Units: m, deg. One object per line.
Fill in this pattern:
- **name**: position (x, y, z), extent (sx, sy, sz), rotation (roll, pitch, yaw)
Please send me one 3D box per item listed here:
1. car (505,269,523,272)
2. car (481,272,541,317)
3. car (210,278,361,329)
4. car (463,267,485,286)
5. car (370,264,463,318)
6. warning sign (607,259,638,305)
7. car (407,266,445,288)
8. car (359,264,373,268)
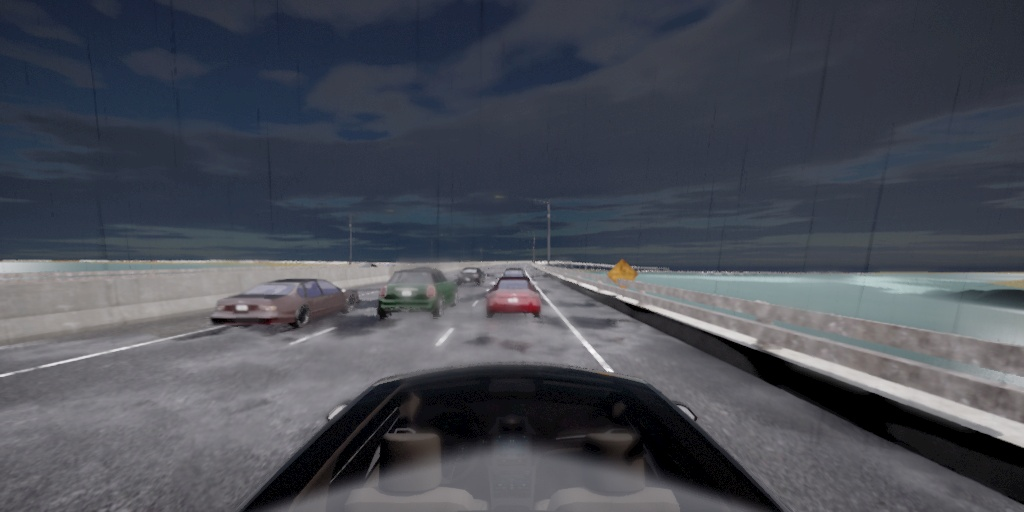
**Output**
- **car**: position (0.147, 1.639, 26.687), extent (2.033, 1.411, 5.357), rotation (0, -1, 1)
- **car**: position (0.078, 1.484, 14.012), extent (1.994, 1.385, 4.181), rotation (0, -1, 1)
- **car**: position (-6.954, 1.436, 11.809), extent (2.033, 1.411, 5.357), rotation (0, -1, 1)
- **car**: position (-3.298, 1.655, 29.552), extent (1.812, 1.442, 4.674), rotation (0, -1, 1)
- **car**: position (-3.423, 1.269, 13.880), extent (2.097, 1.767, 4.553), rotation (0, -1, 1)
- **warning sign**: position (4.583, 1.047, 14.811), extent (1.300, 1.860, 1.060), rotation (0, 0, 0)
- **car**: position (-6.811, 1.627, 28.929), extent (1.837, 1.490, 4.892), rotation (0, 0, 1)
- **car**: position (-23.910, 2.030, 59.663), extent (1.837, 1.490, 4.892), rotation (0, -1, 2)
